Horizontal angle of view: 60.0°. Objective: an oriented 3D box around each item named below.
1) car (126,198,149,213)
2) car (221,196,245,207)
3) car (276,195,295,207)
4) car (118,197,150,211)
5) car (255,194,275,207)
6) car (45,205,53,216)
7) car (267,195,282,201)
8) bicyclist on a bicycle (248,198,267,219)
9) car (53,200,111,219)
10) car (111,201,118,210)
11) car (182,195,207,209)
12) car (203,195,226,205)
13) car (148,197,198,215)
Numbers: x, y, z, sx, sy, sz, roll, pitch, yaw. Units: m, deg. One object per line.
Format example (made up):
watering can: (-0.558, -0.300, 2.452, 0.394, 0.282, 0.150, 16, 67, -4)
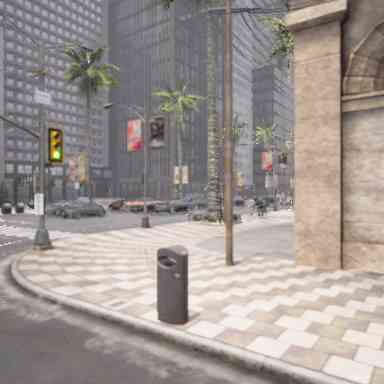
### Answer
car: (-4.752, 1.678, 37.258, 1.895, 1.301, 4.718, 0, 0, 35)
car: (6.620, 1.429, 53.025, 2.097, 1.767, 4.553, 0, 0, 36)
car: (15.591, 1.546, 53.312, 2.128, 1.511, 4.902, 0, 0, 35)
car: (-6.376, 1.440, 40.989, 2.097, 1.767, 4.553, 0, 0, 36)
car: (12.283, 1.286, 54.666, 2.150, 2.045, 5.566, 0, 0, 36)
car: (-12.321, 1.580, 32.714, 2.128, 1.511, 4.902, 0, 0, 36)
car: (21.076, 1.577, 84.942, 2.231, 1.521, 4.892, 0, 0, 35)
bicyclist on a bicycle: (5.146, 1.334, 26.210, 1.656, 1.620, 0.582, -1, 0, 36)
car: (-9.895, 1.642, 30.091, 1.994, 1.385, 4.181, 0, 0, 36)
car: (-8.650, 1.611, 43.126, 2.161, 1.482, 4.786, 0, 0, 35)
car: (0.698, 1.582, 44.830, 1.837, 1.490, 4.892, 0, 0, 36)
car: (4.196, 1.451, 60.901, 2.185, 1.767, 4.553, 0, 0, 35)
car: (-1.870, 1.558, 34.927, 2.128, 1.511, 4.902, 0, 0, 36)
